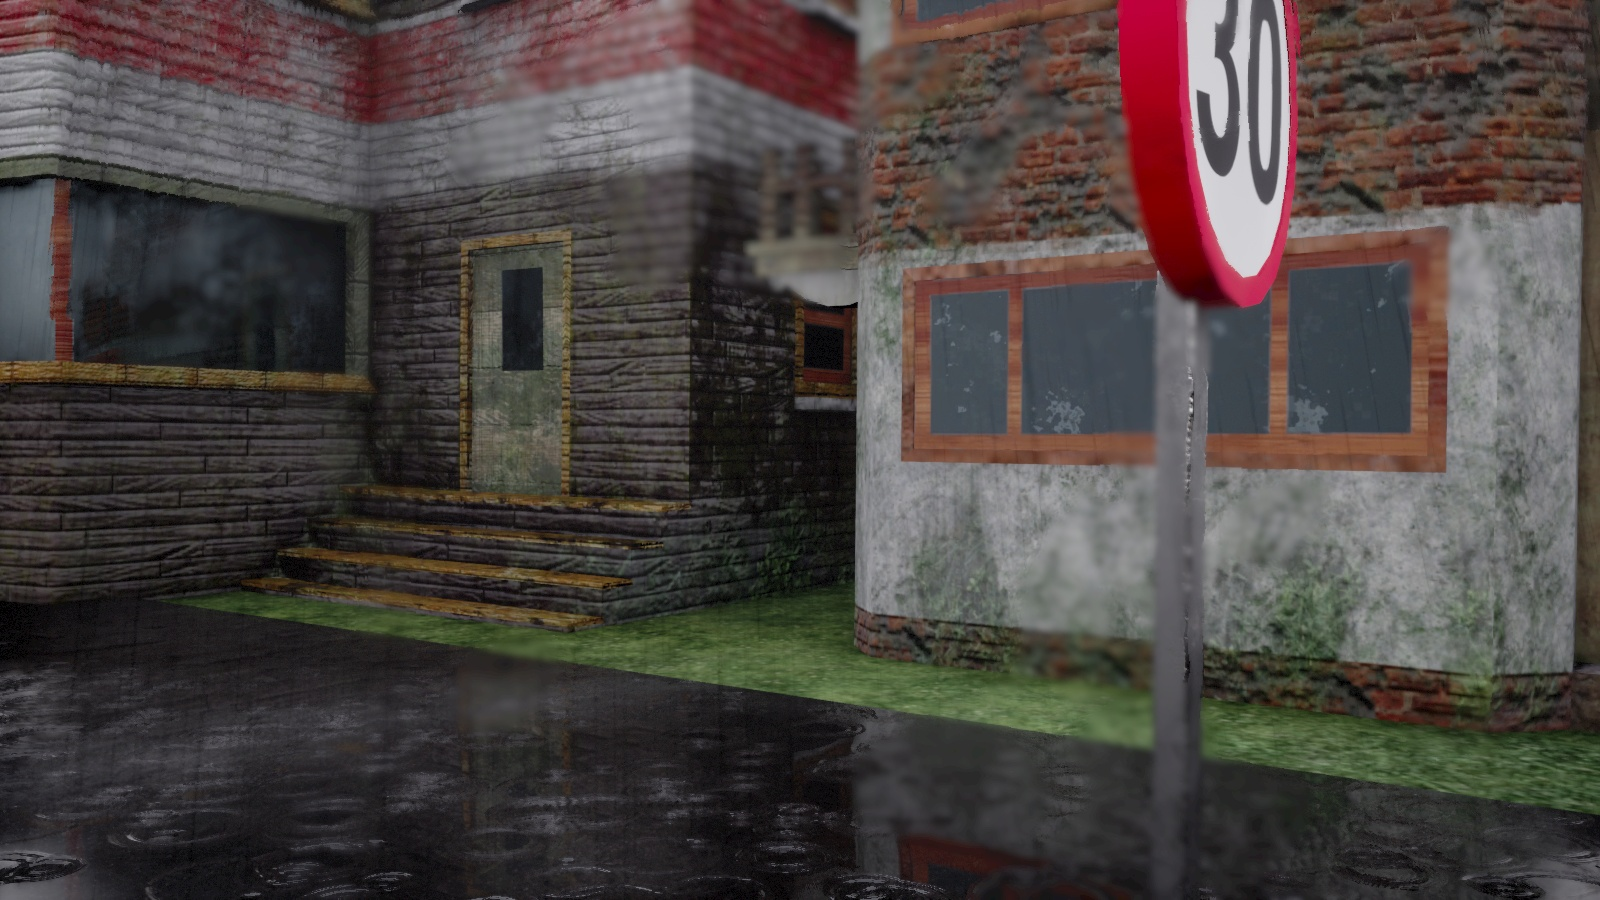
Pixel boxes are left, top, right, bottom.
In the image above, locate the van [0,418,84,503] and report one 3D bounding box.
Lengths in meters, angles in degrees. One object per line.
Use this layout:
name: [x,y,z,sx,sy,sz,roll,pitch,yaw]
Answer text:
van: [-19.744,0.256,29.790,1.775,1.987,4.442,0,1,34]
